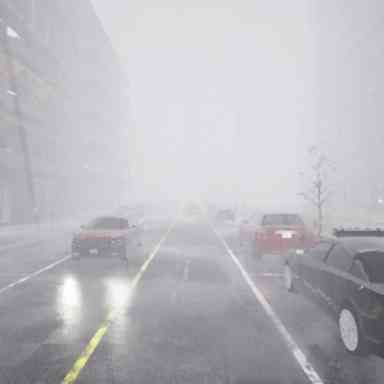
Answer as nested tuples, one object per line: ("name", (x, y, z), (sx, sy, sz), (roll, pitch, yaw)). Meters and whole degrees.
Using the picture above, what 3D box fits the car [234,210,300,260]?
("car", (3.129, 1.482, 13.115), (2.097, 1.767, 4.553), (0, -1, 0))

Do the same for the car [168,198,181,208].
("car", (-2.929, 2.113, 61.496), (1.837, 1.490, 4.892), (0, -1, 0))

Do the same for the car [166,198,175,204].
("car", (-5.697, 2.308, 88.114), (1.967, 1.590, 4.097), (1, -1, 0))

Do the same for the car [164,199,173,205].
("car", (-5.659, 2.362, 79.209), (1.802, 1.307, 4.206), (1, -1, 0))

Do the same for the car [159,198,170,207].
("car", (-5.597, 2.109, 68.072), (1.967, 1.590, 4.097), (1, -1, 0))

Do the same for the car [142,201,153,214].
("car", (-5.635, 1.905, 34.654), (1.947, 1.339, 4.313), (1, -1, 0))

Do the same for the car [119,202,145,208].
("car", (-5.642, 1.830, 29.085), (1.887, 1.381, 4.507), (1, -1, 0))

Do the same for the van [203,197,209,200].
("van", (2.821, 2.044, 71.450), (1.690, 1.788, 3.998), (1, -1, 0))

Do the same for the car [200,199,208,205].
("car", (2.885, 2.331, 79.908), (1.887, 1.381, 4.507), (1, -1, 0))

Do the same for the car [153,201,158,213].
("car", (-5.627, 1.834, 40.225), (1.967, 1.590, 4.097), (1, -1, 0))

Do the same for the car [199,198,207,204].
("car", (2.944, 2.441, 90.338), (2.008, 1.369, 4.403), (1, -1, 0))

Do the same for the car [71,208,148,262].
("car", (-3.085, 1.605, 12.938), (1.882, 1.535, 5.008), (0, -1, 0))

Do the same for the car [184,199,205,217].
("car", (0.134, 1.828, 35.754), (1.882, 1.535, 5.008), (0, 0, 0))

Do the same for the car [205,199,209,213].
("car", (2.752, 1.945, 40.212), (2.008, 1.369, 4.403), (1, -1, 0))

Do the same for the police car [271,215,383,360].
("police car", (3.142, 1.487, 6.254), (1.930, 1.638, 5.238), (0, -1, 0))

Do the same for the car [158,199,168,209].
("car", (-5.608, 2.141, 56.932), (1.802, 1.307, 4.206), (1, -1, 0))

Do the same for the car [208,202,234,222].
("car", (2.738, 1.830, 29.073), (1.887, 1.381, 4.507), (1, -1, 0))
